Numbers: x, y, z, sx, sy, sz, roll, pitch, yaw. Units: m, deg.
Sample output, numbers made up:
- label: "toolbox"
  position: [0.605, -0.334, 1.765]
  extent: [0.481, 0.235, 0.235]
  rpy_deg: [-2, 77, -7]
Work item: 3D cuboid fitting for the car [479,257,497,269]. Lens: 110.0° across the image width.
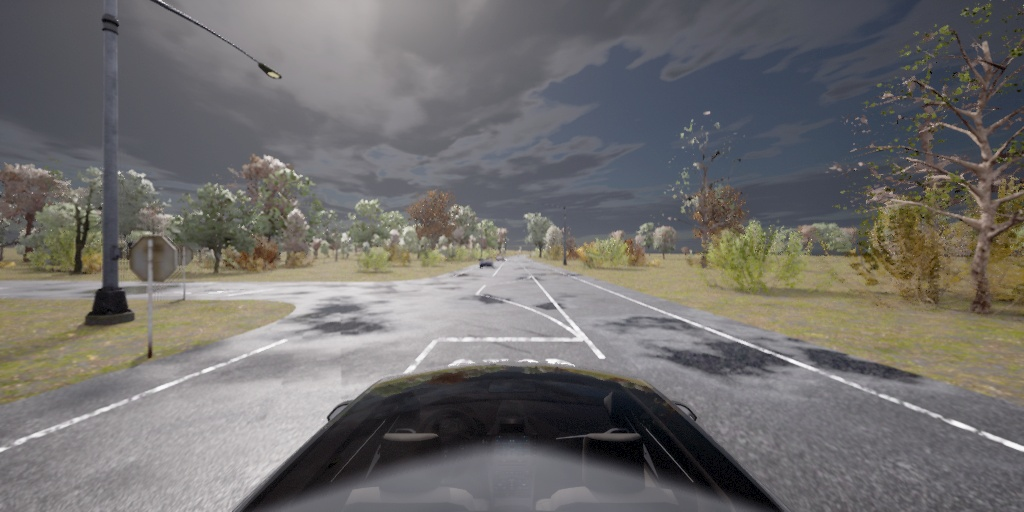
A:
- label: "car"
  position: [-3.509, 1.053, 50.036]
  extent: [1.895, 1.301, 4.718]
  rpy_deg: [0, 0, 0]
